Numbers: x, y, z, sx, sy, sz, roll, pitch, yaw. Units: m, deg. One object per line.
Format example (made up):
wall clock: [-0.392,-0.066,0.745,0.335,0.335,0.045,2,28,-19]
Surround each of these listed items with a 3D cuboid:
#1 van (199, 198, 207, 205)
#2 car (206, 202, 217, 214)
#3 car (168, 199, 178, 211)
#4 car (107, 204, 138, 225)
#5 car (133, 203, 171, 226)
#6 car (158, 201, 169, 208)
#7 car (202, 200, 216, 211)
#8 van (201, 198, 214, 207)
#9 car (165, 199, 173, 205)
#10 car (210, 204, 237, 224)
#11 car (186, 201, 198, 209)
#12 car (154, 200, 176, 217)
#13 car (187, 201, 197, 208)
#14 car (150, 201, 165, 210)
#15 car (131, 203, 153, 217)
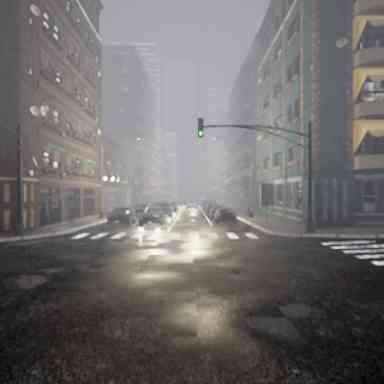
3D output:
van: [2.712,2.355,82.601,1.690,1.788,3.998,-1,-1,0]
car: [2.696,1.960,32.890,1.947,1.339,4.313,0,-1,0]
car: [-3.071,2.065,47.451,2.128,1.511,4.902,0,-1,0]
car: [-5.687,1.893,27.382,1.947,1.339,4.313,0,-1,0]
car: [-3.092,1.869,26.889,2.033,1.411,5.357,0,-1,0]
car: [-5.673,2.386,66.044,1.802,1.307,4.206,0,-1,0]
car: [2.700,2.074,43.937,1.887,1.381,4.507,0,-1,0]
van: [2.700,1.939,49.462,1.690,1.788,3.998,0,-1,0]
car: [-5.667,2.537,82.444,1.752,1.417,4.829,0,-1,0]
car: [2.694,1.909,27.367,1.802,1.307,4.206,0,-1,0]
car: [0.020,2.215,56.822,1.812,1.442,4.674,0,-1,0]
car: [-3.085,1.949,37.008,1.837,1.490,4.892,0,-1,0]
car: [0.025,2.415,66.857,1.895,1.301,4.718,0,-1,0]
car: [-5.677,2.211,54.998,1.887,1.381,4.507,0,-1,0]
car: [-5.683,2.028,38.429,1.947,1.339,4.313,0,-1,0]
